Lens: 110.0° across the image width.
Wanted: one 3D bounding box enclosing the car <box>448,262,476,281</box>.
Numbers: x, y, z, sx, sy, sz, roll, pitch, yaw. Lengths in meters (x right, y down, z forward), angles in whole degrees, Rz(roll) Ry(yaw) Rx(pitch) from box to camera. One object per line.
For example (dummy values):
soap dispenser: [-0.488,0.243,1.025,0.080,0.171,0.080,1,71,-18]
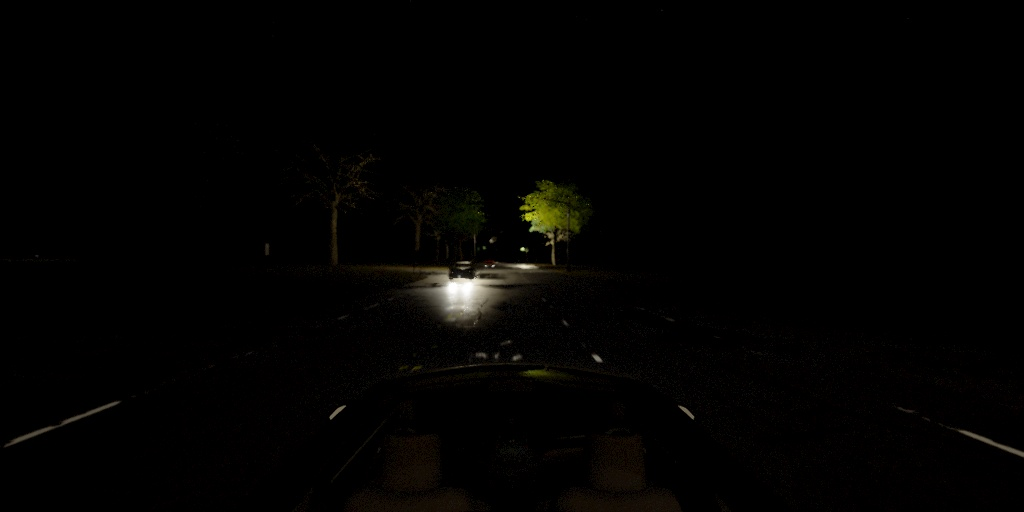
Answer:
car: [-4.038,1.260,29.611,2.128,1.511,4.902,0,0,-1]
